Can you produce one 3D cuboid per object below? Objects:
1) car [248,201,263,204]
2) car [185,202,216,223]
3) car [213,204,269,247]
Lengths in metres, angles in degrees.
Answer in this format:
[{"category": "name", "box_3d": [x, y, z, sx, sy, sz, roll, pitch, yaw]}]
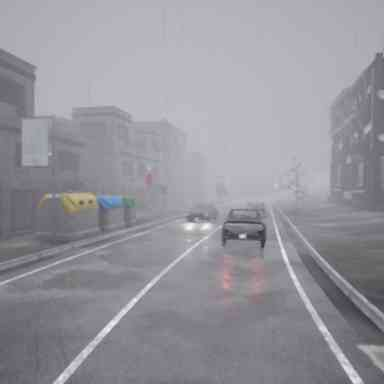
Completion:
[{"category": "car", "box_3d": [6.877, 1.630, 35.750, 1.895, 1.301, 4.718, 1, 0, 12]}, {"category": "car", "box_3d": [0.914, 1.519, 25.929, 2.033, 1.411, 5.357, 1, 0, 12]}, {"category": "car", "box_3d": [2.440, 1.502, 15.270, 2.128, 1.511, 4.902, 1, 0, 11]}]
